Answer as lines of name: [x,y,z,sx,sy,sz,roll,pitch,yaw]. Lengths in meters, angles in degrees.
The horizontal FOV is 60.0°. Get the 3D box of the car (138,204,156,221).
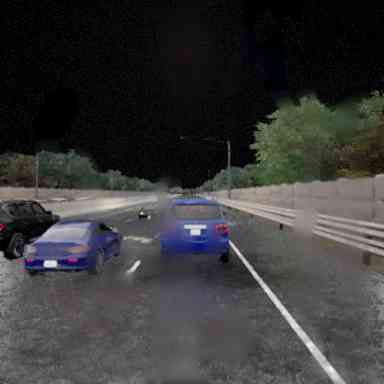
car: [-3.398,1.732,28.801,1.895,1.301,4.718,0,0,0]

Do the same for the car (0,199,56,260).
car: [-6.898,1.278,12.759,2.150,2.045,5.566,0,0,0]

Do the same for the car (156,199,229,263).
car: [0.101,1.275,12.393,2.150,2.045,5.566,0,0,0]

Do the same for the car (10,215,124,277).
car: [-3.410,1.570,10.315,1.812,1.442,4.674,0,0,0]

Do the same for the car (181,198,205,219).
car: [0.102,1.497,31.877,2.097,1.767,4.553,0,0,0]
